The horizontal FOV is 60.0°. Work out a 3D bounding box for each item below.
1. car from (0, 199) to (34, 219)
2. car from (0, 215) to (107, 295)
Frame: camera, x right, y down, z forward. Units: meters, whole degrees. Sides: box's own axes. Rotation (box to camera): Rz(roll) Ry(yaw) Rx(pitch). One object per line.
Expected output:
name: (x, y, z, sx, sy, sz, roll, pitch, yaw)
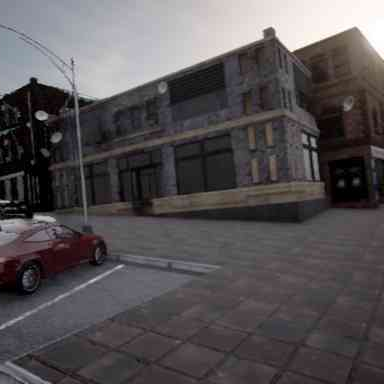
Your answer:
car: (-6.492, 1.222, 10.283, 2.435, 2.045, 5.566, -1, 0, 14)
car: (-3.983, 1.479, 8.574, 2.002, 1.452, 4.674, -1, 0, 14)
